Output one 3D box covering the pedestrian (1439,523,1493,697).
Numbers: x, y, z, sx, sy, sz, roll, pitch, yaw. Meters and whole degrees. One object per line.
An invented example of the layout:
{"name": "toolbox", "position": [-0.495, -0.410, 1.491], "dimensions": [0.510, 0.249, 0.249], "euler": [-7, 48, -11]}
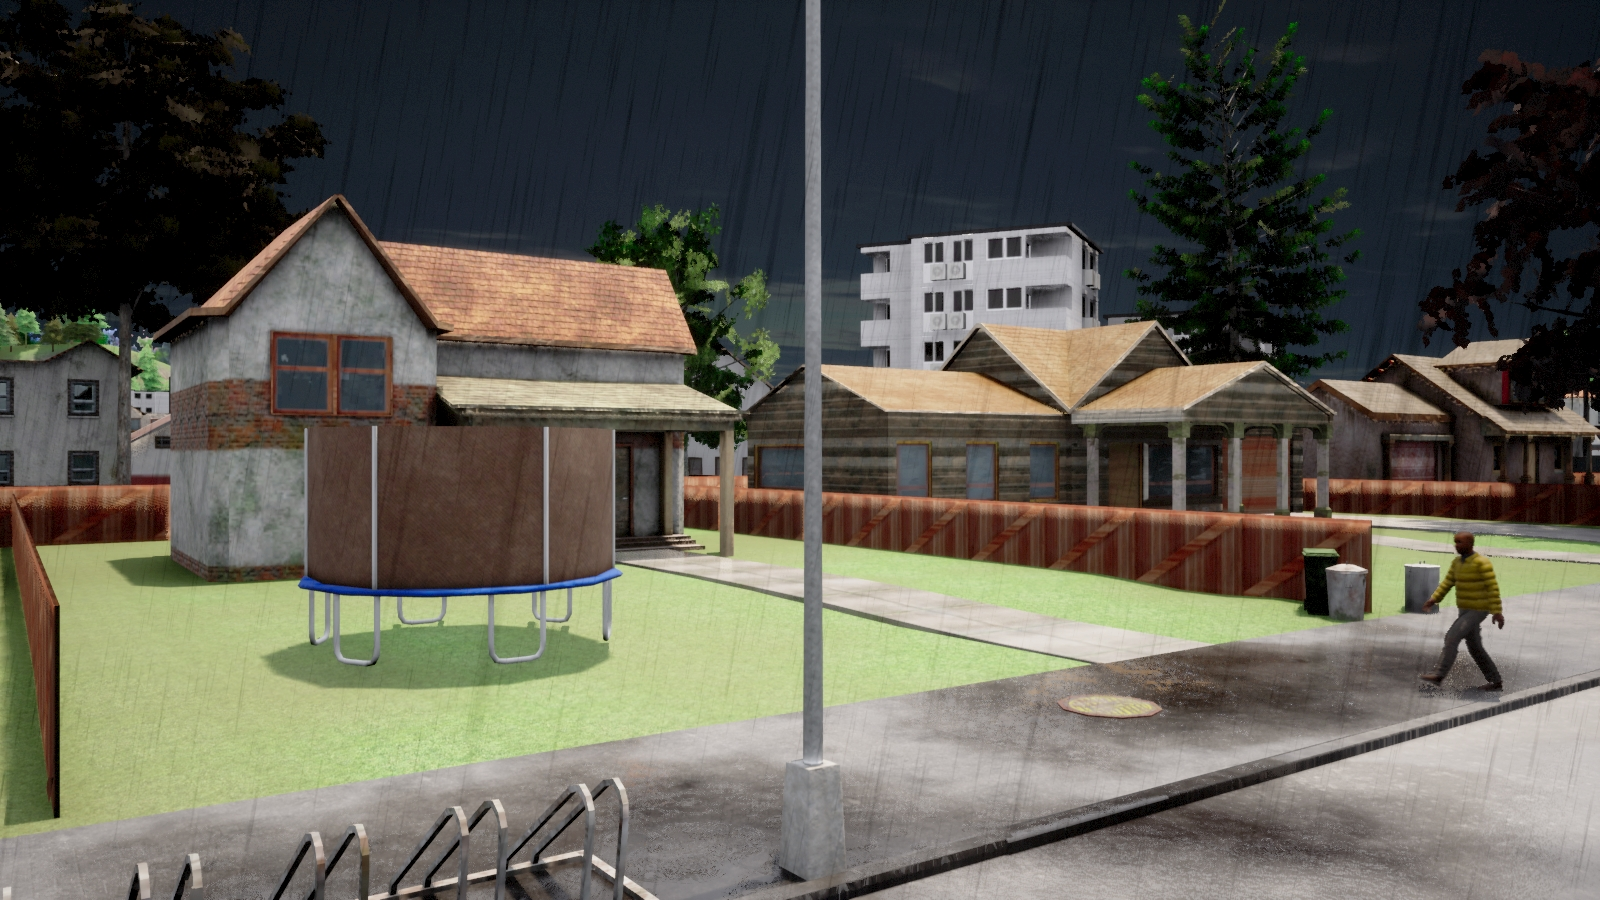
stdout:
{"name": "pedestrian", "position": [7.328, 1.746, 12.576], "dimensions": [0.375, 1.860, 0.375], "euler": [0, 0, -2]}
